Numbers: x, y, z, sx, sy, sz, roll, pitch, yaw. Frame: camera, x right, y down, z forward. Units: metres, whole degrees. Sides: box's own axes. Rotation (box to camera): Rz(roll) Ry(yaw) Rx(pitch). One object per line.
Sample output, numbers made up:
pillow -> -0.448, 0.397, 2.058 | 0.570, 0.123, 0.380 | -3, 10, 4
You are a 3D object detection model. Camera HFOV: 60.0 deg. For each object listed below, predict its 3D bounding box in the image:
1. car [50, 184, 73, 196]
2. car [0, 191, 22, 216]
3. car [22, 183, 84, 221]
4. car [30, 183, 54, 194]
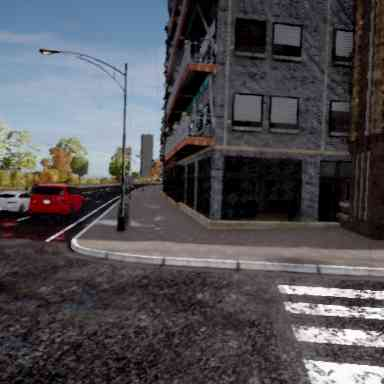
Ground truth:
car -> -18.607, -0.390, 47.631 | 1.882, 1.535, 5.008 | 2, 2, -7
car -> -11.587, 0.670, 21.723 | 1.812, 1.442, 4.674 | 2, 2, -8
car -> -8.087, 0.523, 20.301 | 2.150, 2.045, 5.566 | 2, 2, -8
car -> -22.045, -0.547, 49.090 | 1.882, 1.535, 5.008 | 2, 1, -7
